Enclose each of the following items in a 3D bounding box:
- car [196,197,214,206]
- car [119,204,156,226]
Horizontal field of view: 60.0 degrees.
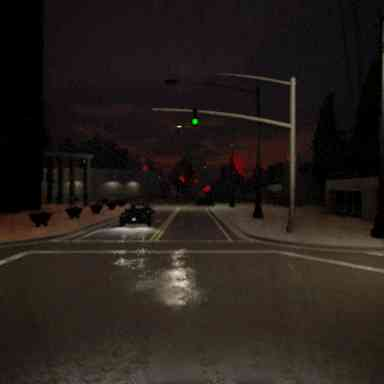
[{"bbox_3d":[2.039,1.452,51.804,1.994,1.385,4.181,0,0,17],"label":"car"},{"bbox_3d":[-3.586,1.497,22.499,1.994,1.385,4.181,0,0,0],"label":"car"}]
